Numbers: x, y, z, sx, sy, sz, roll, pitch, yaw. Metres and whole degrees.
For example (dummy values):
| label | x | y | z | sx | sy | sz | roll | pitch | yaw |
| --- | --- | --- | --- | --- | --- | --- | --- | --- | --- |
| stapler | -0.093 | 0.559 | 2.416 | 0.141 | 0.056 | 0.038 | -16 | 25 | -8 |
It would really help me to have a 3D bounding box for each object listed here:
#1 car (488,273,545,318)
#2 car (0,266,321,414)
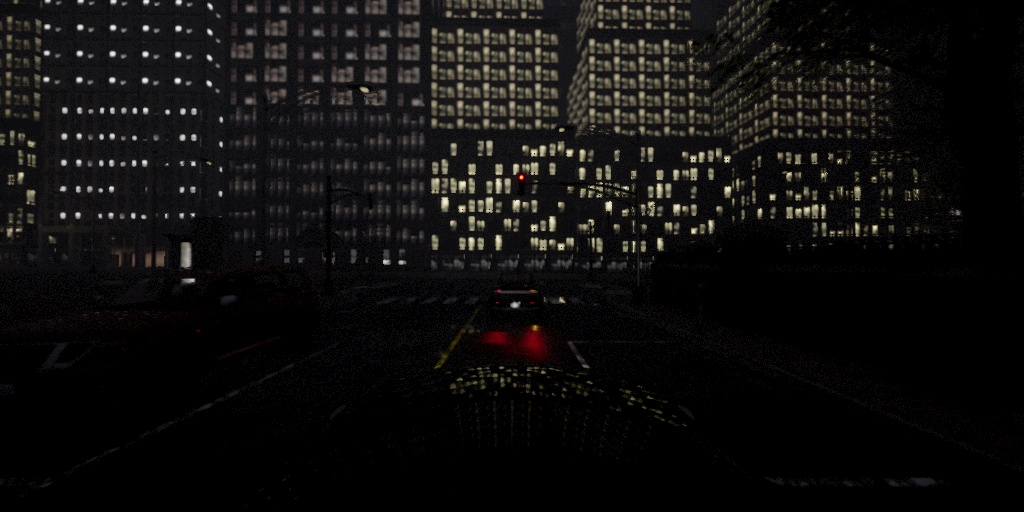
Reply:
| label | x | y | z | sx | sy | sz | roll | pitch | yaw |
| --- | --- | --- | --- | --- | --- | --- | --- | --- | --- |
| car | 0.221 | 1.384 | 13.810 | 2.128 | 1.511 | 4.902 | 0 | -1 | 3 |
| car | -5.384 | 1.119 | 6.291 | 2.192 | 1.841 | 5.009 | 0 | 0 | 0 |
